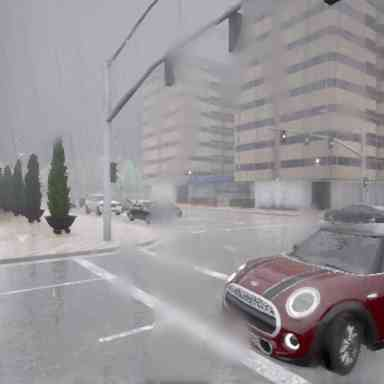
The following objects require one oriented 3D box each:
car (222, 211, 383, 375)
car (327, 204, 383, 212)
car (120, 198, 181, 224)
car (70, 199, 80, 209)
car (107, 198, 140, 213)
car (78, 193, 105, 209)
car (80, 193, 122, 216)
[{"bbox_3d":[2.781,1.352,5.547,4.553,1.767,2.097,0,0,-23],"label":"car"},{"bbox_3d":[11.340,1.524,22.614,1.812,1.442,4.674,0,0,-35],"label":"car"},{"bbox_3d":[-3.197,1.491,24.737,2.128,1.511,4.902,0,0,-35],"label":"car"},{"bbox_3d":[-16.629,1.526,43.980,1.812,1.442,4.674,0,1,-34],"label":"car"},{"bbox_3d":[-7.810,1.504,37.460,1.837,1.490,4.892,0,0,-35],"label":"car"},{"bbox_3d":[-14.201,1.222,46.667,2.150,2.045,5.566,0,0,-33],"label":"car"},{"bbox_3d":[-8.846,1.220,32.826,2.150,2.045,5.566,0,0,-35],"label":"car"}]
